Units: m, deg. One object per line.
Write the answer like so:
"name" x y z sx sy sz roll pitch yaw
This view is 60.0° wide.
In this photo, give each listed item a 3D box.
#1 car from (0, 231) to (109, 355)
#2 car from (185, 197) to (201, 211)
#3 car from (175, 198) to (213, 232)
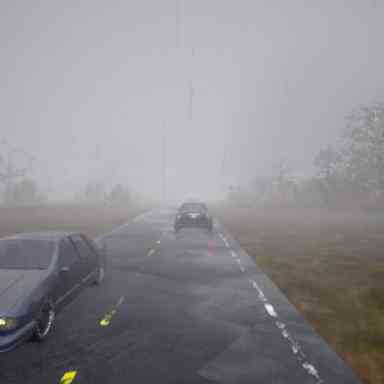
"car" -3.102 1.546 6.684 2.033 1.411 5.357 0 0 0
"car" 0.103 1.471 42.698 1.882 1.535 5.008 0 0 0
"car" 0.101 1.349 20.167 2.097 1.767 4.553 0 0 0
